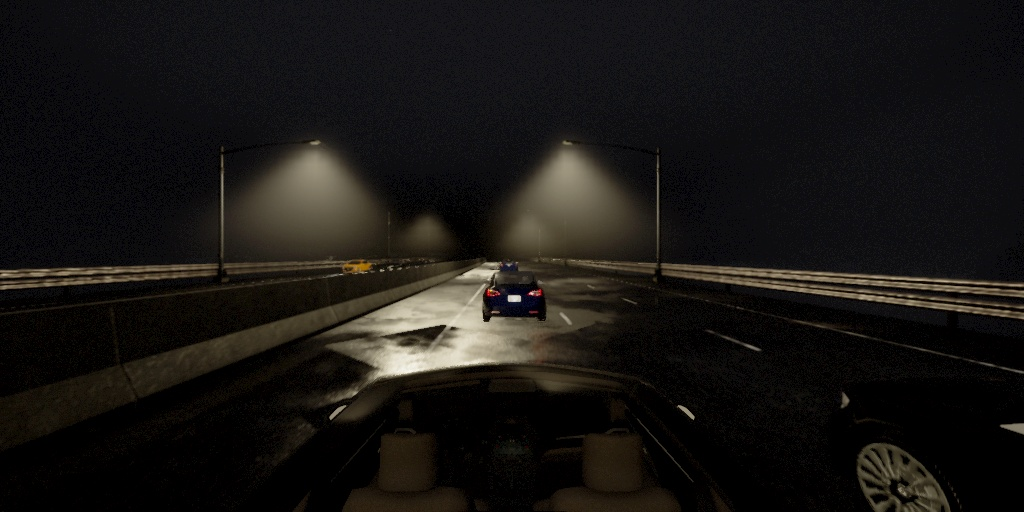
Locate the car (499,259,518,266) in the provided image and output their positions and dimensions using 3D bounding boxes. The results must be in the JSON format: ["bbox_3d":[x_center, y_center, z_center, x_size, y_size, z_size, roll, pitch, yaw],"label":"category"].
[{"bbox_3d":[-0.379,1.085,41.866,2.097,1.767,4.553,0,0,-1],"label":"car"}]

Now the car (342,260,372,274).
[{"bbox_3d":[-18.053,1.215,41.928,1.882,1.535,5.008,0,0,-1],"label":"car"}]

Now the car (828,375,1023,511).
[{"bbox_3d":[3.592,1.241,1.016,2.128,1.511,4.902,0,0,0],"label":"car"}]

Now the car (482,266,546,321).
[{"bbox_3d":[0.054,1.251,12.498,2.163,1.488,4.792,0,0,0],"label":"car"}]

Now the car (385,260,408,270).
[{"bbox_3d":[-14.616,1.225,45.717,2.128,1.511,4.902,0,0,-1],"label":"car"}]

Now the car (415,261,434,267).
[{"bbox_3d":[-11.123,1.333,46.160,1.895,1.301,4.718,0,0,-1],"label":"car"}]
